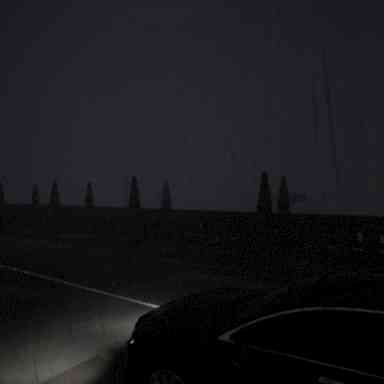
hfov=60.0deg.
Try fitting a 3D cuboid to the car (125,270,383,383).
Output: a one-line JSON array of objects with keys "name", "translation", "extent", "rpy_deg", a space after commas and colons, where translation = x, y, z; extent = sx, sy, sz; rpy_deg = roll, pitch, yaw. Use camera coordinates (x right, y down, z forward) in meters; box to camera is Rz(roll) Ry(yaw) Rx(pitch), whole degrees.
[{"name": "car", "translation": [1.513, 1.504, 2.918], "extent": [4.892, 1.490, 1.837], "rpy_deg": [0, 0, 35]}]
